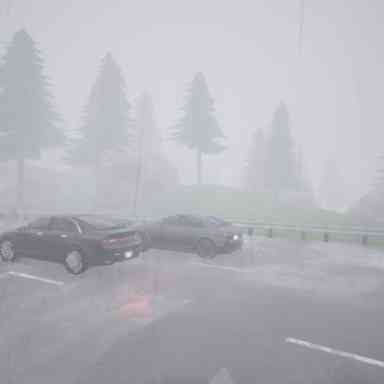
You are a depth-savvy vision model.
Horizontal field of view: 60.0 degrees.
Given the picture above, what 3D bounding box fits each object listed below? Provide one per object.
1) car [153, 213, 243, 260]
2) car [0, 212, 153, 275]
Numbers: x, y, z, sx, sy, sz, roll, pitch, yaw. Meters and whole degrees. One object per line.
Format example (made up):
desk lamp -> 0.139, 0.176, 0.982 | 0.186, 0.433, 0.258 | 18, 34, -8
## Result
car -> -0.290, 1.443, 11.988 | 4.181, 1.385, 1.994 | 1, 1, 30
car -> -3.784, 1.373, 10.009 | 4.892, 1.490, 1.837 | 1, 0, 29
